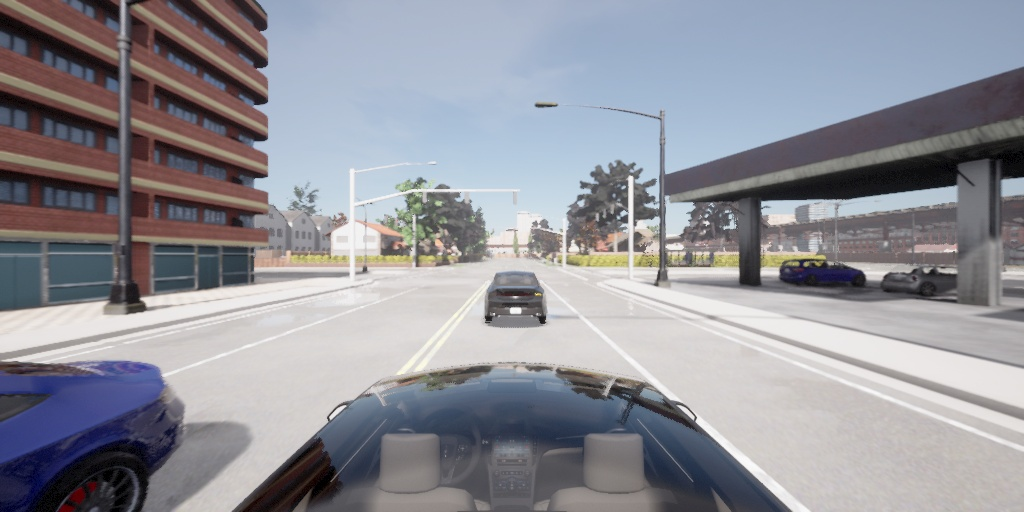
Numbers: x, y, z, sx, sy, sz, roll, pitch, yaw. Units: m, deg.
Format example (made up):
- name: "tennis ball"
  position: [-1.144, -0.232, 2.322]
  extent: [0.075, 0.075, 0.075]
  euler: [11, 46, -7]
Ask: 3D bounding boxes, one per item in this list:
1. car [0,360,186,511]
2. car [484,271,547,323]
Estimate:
- name: "car"
  position: [-3.578, 1.277, 1.029]
  extent: [1.812, 1.442, 4.674]
  euler: [0, 0, 0]
- name: "car"
  position: [0.100, 1.240, 12.138]
  extent: [1.837, 1.490, 4.892]
  euler: [0, 0, 0]
